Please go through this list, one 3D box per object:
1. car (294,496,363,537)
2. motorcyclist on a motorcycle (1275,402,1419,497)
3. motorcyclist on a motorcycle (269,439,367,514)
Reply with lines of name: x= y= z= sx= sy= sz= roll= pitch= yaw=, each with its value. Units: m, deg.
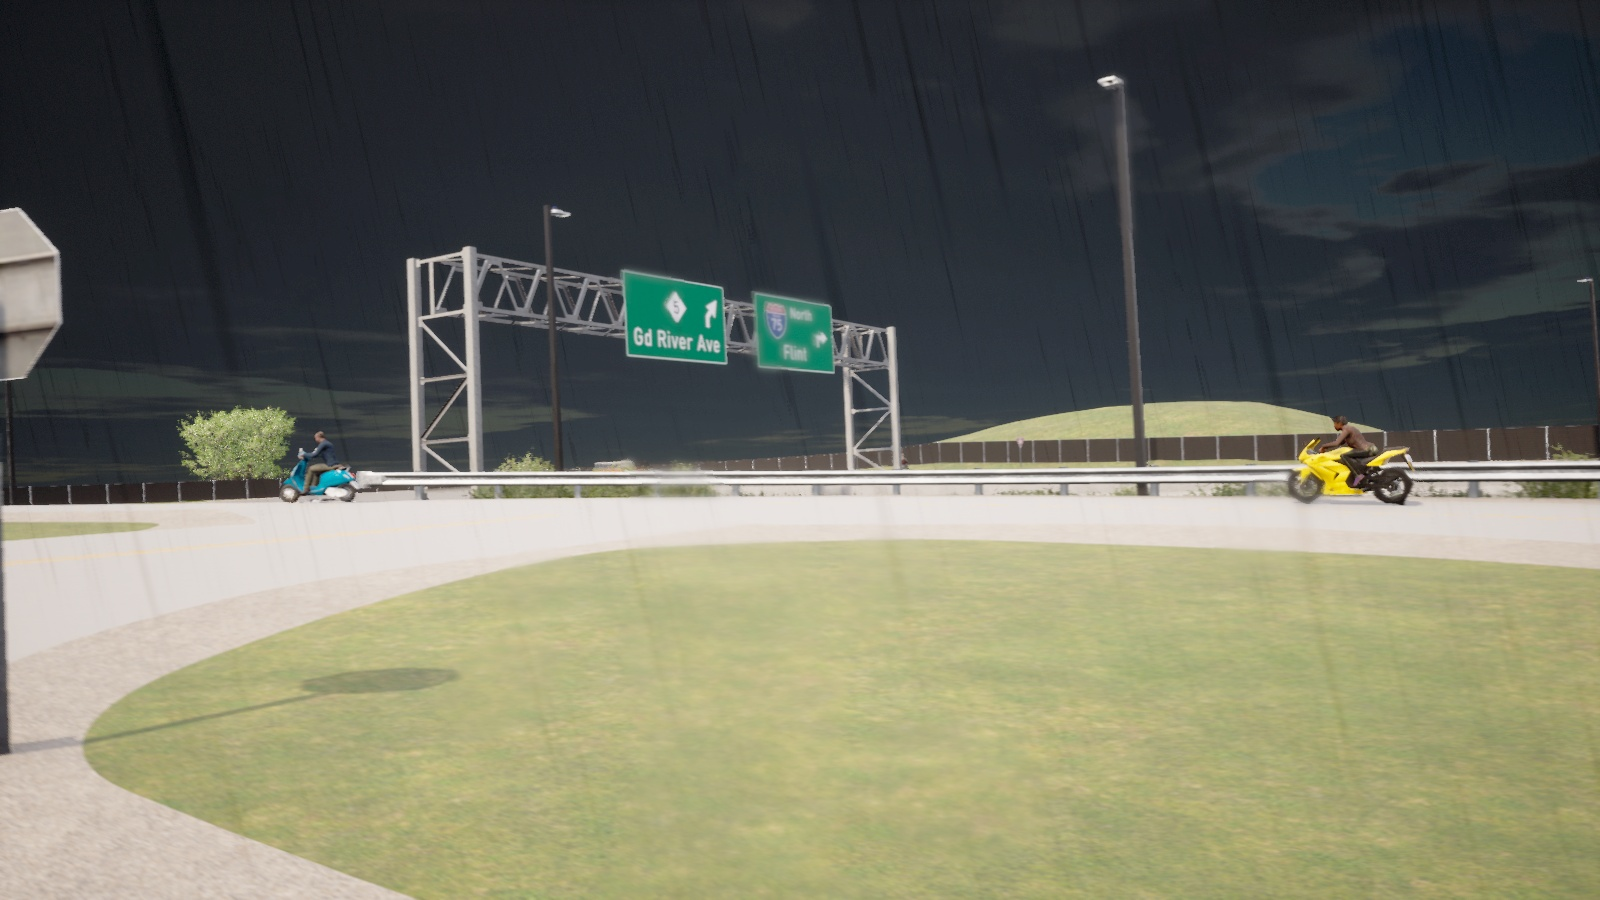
car: x=-17.466 y=2.467 z=46.514 sx=2.207 sy=1.376 sz=1.481 roll=-4 pitch=-1 yaw=41
motorcyclist on a motorcycle: x=9.249 y=0.004 z=21.271 sx=2.044 sy=1.523 sz=0.797 roll=-2 pitch=1 yaw=39
motorcyclist on a motorcycle: x=-10.720 y=0.589 z=27.965 sx=1.817 sy=1.590 sz=0.866 roll=-2 pitch=-1 yaw=5
